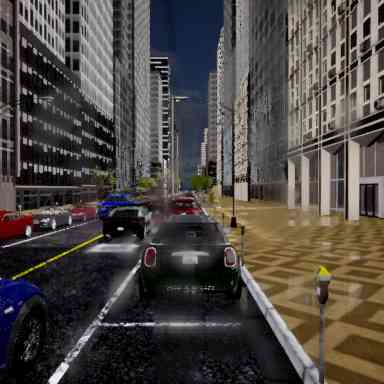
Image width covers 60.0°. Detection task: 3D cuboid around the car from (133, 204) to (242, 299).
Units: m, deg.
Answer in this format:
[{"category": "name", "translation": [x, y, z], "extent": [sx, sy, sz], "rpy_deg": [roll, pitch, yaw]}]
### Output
[{"category": "car", "translation": [-0.033, 1.351, 8.621], "extent": [2.097, 1.767, 4.553], "rpy_deg": [0, 0, 0]}]

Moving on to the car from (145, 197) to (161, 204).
[{"category": "car", "translation": [-3.051, 1.501, 31.854], "extent": [1.837, 1.490, 4.892], "rpy_deg": [0, 0, 0]}]

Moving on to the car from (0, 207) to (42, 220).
[{"category": "car", "translation": [-8.843, 1.542, 14.989], "extent": [1.887, 1.381, 4.507], "rpy_deg": [-1, 0, 0]}]

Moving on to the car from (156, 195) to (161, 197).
[{"category": "car", "translation": [-8.843, 1.509, 77.339], "extent": [1.752, 1.417, 4.829], "rpy_deg": [-1, 0, 0]}]

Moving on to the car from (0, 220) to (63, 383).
[{"category": "car", "translation": [-3.051, 1.352, 2.791], "extent": [2.097, 1.767, 4.553], "rpy_deg": [0, 0, 0]}]

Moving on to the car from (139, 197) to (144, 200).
[{"category": "car", "translation": [-8.843, 1.541, 49.090], "extent": [2.008, 1.369, 4.403], "rpy_deg": [-1, 0, 0]}]

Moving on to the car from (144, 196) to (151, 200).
[{"category": "car", "translation": [-8.843, 1.570, 60.458], "extent": [1.802, 1.307, 4.206], "rpy_deg": [-1, 0, 0]}]

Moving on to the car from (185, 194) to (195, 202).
[{"category": "car", "translation": [-0.465, 1.298, 77.509], "extent": [2.192, 1.841, 5.009], "rpy_deg": [-1, 0, 0]}]

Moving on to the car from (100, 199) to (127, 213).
[{"category": "car", "translation": [-8.844, 1.544, 37.723], "extent": [2.008, 1.369, 4.403], "rpy_deg": [-1, 0, 0]}]

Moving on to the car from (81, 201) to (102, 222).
[{"category": "car", "translation": [-8.843, 1.577, 26.356], "extent": [1.802, 1.307, 4.206], "rpy_deg": [-1, 0, 0]}]

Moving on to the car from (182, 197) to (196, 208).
[{"category": "car", "translation": [-0.463, 1.541, 49.090], "extent": [2.008, 1.369, 4.403], "rpy_deg": [-1, 0, 0]}]

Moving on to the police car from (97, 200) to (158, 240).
[{"category": "police car", "translation": [-3.146, 1.422, 17.196], "extent": [1.930, 1.638, 5.238], "rpy_deg": [0, 0, 0]}]

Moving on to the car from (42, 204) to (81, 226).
[{"category": "car", "translation": [-8.844, 1.547, 20.672], "extent": [2.008, 1.369, 4.403], "rpy_deg": [-1, 0, 0]}]

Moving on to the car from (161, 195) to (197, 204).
[{"category": "car", "translation": [-0.465, 1.311, 20.672], "extent": [2.192, 1.841, 5.009], "rpy_deg": [-1, 0, 0]}]

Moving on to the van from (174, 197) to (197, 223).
[{"category": "van", "translation": [-0.465, 1.336, 26.356], "extent": [1.690, 1.788, 3.998], "rpy_deg": [-1, 0, 0]}]

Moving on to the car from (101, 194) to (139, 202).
[{"category": "car", "translation": [-6.244, 1.216, 28.053], "extent": [2.150, 2.045, 5.566], "rpy_deg": [0, 0, 0]}]
